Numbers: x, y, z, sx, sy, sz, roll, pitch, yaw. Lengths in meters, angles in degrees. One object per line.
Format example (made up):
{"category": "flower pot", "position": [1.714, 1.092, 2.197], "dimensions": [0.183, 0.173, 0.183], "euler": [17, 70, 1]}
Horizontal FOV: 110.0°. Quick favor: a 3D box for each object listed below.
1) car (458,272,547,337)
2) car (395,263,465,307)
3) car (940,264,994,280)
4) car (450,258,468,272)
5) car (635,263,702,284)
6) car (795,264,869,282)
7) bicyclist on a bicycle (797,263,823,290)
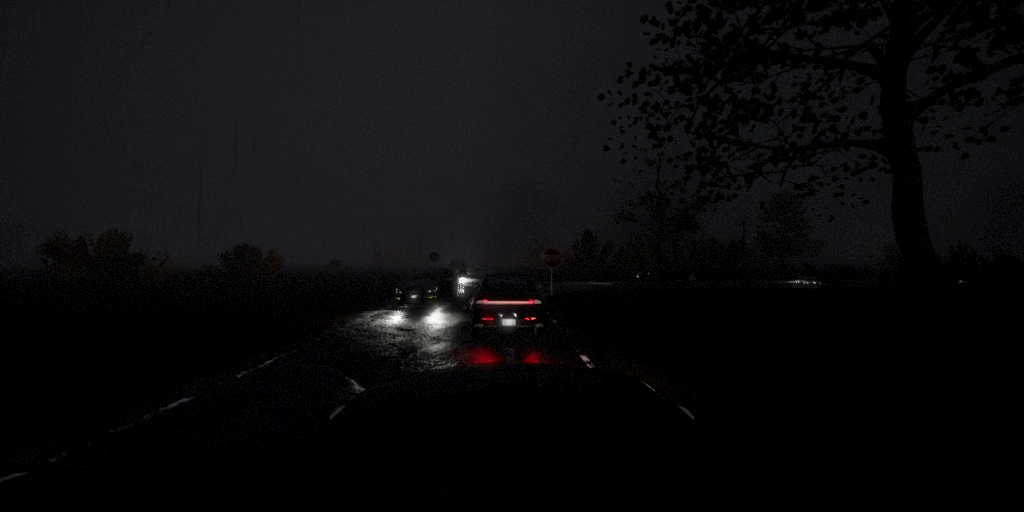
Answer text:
{"category": "car", "position": [-0.132, 1.241, 10.278], "dimensions": [2.128, 1.511, 4.902], "euler": [0, 0, -2]}
{"category": "car", "position": [-3.546, 1.253, 15.641], "dimensions": [1.837, 1.490, 4.892], "euler": [-2, 0, 2]}
{"category": "car", "position": [40.099, 1.378, 31.589], "dimensions": [5.357, 1.411, 2.033], "euler": [0, 0, -8]}
{"category": "car", "position": [-5.565, 1.233, 36.960], "dimensions": [2.128, 1.511, 4.902], "euler": [0, 0, -8]}
{"category": "car", "position": [11.847, 1.269, 27.227], "dimensions": [4.902, 1.511, 2.128], "euler": [0, 0, -9]}
{"category": "car", "position": [26.318, 1.354, 29.479], "dimensions": [5.357, 1.411, 2.033], "euler": [0, 0, -9]}
{"category": "bicyclist on a bicycle", "position": [18.050, 1.232, 21.769], "dimensions": [0.582, 1.620, 1.656], "euler": [0, 0, -9]}
